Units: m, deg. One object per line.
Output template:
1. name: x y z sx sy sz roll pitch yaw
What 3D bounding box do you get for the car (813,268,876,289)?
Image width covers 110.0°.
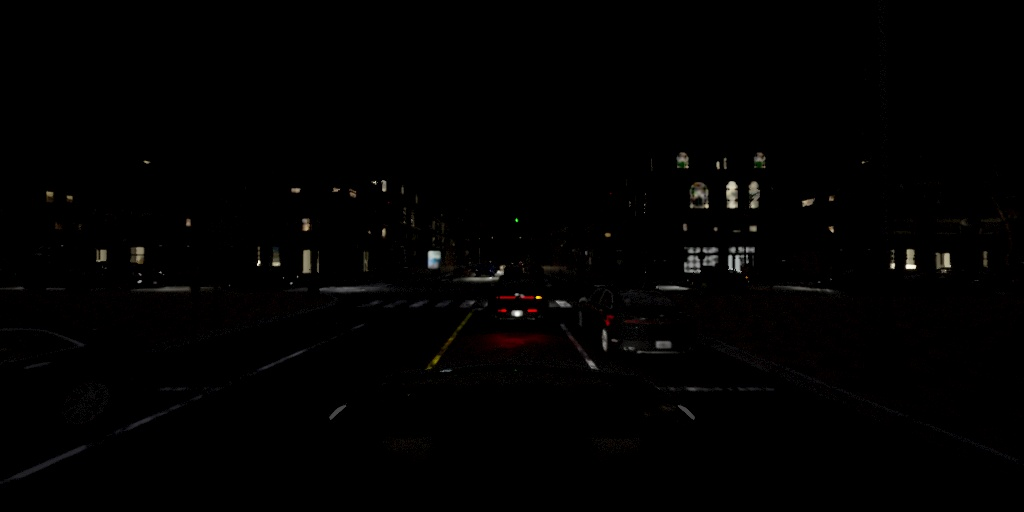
1. car: 24.624 1.619 25.984 4.674 1.442 1.812 0 -1 1

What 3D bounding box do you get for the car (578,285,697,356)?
1. car: 2.691 1.359 8.548 2.007 1.370 4.403 0 0 0

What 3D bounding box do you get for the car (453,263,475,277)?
1. car: -5.693 1.667 40.950 1.802 1.307 4.207 0 0 0

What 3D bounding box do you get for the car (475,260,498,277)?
1. car: -3.087 1.569 41.629 1.882 1.535 5.008 0 0 1

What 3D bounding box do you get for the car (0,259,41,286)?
1. car: -30.953 1.077 21.034 5.009 1.841 2.192 0 0 1

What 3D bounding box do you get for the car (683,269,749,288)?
1. car: 14.809 1.609 26.130 4.181 1.385 1.994 0 -1 1

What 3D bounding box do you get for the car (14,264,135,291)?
1. car: -25.416 1.336 20.949 4.403 1.370 2.007 0 0 1

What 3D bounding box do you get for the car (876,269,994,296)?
1. car: 23.641 1.589 20.162 4.207 1.307 1.802 0 0 1

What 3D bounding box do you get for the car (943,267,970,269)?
1. car: 34.867 1.621 25.812 5.008 1.535 1.882 0 -1 1

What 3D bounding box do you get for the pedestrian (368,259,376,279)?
1. pedestrian: -12.554 1.138 32.092 0.375 1.860 0.375 0 -1 1

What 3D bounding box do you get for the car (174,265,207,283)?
1. car: -25.456 1.427 29.331 4.829 1.417 1.751 0 0 1

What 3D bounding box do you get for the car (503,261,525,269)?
1. car: 0.096 1.530 37.045 1.882 1.535 5.008 0 0 0

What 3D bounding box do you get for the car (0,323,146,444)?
1. car: -5.690 1.310 2.873 2.007 1.370 4.403 0 0 0

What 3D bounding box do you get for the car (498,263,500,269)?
1. car: -3.070 1.677 51.038 1.837 1.490 4.892 0 0 0

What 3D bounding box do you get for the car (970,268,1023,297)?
1. car: 29.176 1.475 20.112 4.097 1.591 1.967 0 0 1

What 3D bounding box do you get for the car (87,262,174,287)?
1. car: -25.619 1.173 23.556 4.553 1.767 2.097 0 -1 1

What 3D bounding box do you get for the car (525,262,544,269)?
1. car: 2.687 1.652 40.937 1.948 1.339 4.313 0 0 0

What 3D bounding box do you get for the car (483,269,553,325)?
1. car: 0.301 1.345 12.248 1.837 1.490 4.892 0 -1 4

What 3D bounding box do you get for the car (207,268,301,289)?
1. car: -16.571 1.460 23.412 4.718 1.301 1.895 0 -1 1

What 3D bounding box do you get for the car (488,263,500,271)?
1. car: -3.005 1.862 61.252 1.895 1.301 4.718 0 -1 0
